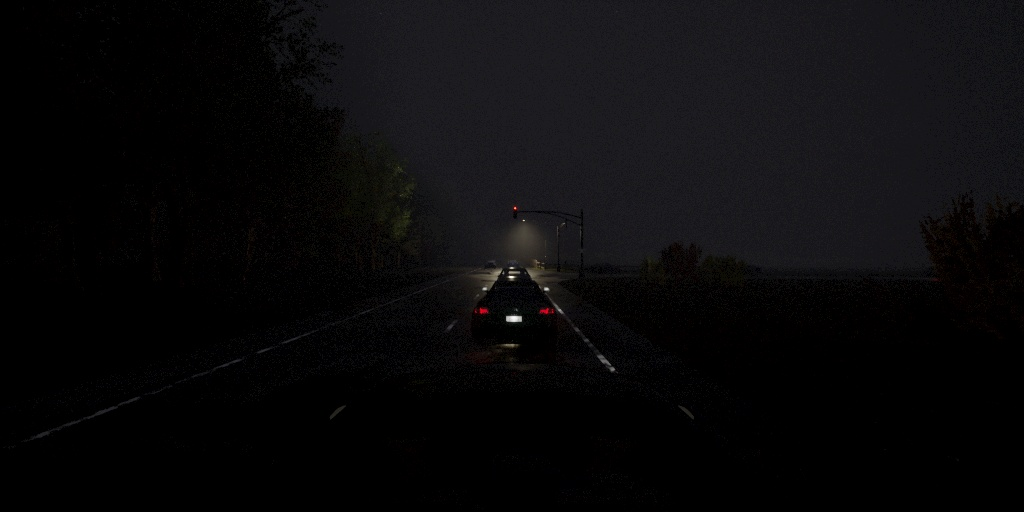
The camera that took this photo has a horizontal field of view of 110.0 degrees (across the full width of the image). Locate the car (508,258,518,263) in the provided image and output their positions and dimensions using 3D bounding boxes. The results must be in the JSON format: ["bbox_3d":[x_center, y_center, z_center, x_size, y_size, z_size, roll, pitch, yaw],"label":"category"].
[{"bbox_3d":[0.192,1.318,64.520,1.994,1.385,4.181,0,0,0],"label":"car"}]

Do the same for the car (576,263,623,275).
[{"bbox_3d":[10.330,1.476,42.421,5.357,1.411,2.033,0,-1,9],"label":"car"}]

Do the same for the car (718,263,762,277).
[{"bbox_3d":[26.328,1.586,41.779,4.902,1.511,2.128,1,-1,0],"label":"car"}]

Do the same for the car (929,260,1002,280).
[{"bbox_3d":[48.592,1.499,38.058,5.566,2.045,2.150,1,-1,0],"label":"car"}]

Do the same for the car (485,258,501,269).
[{"bbox_3d":[-3.334,1.303,58.241,2.033,1.411,5.357,0,0,0],"label":"car"}]

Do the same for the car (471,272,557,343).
[{"bbox_3d":[0.093,1.316,9.674,1.994,1.385,4.181,0,0,1],"label":"car"}]

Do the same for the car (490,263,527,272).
[{"bbox_3d":[0.121,1.301,18.879,2.033,1.411,5.357,0,0,0],"label":"car"}]
